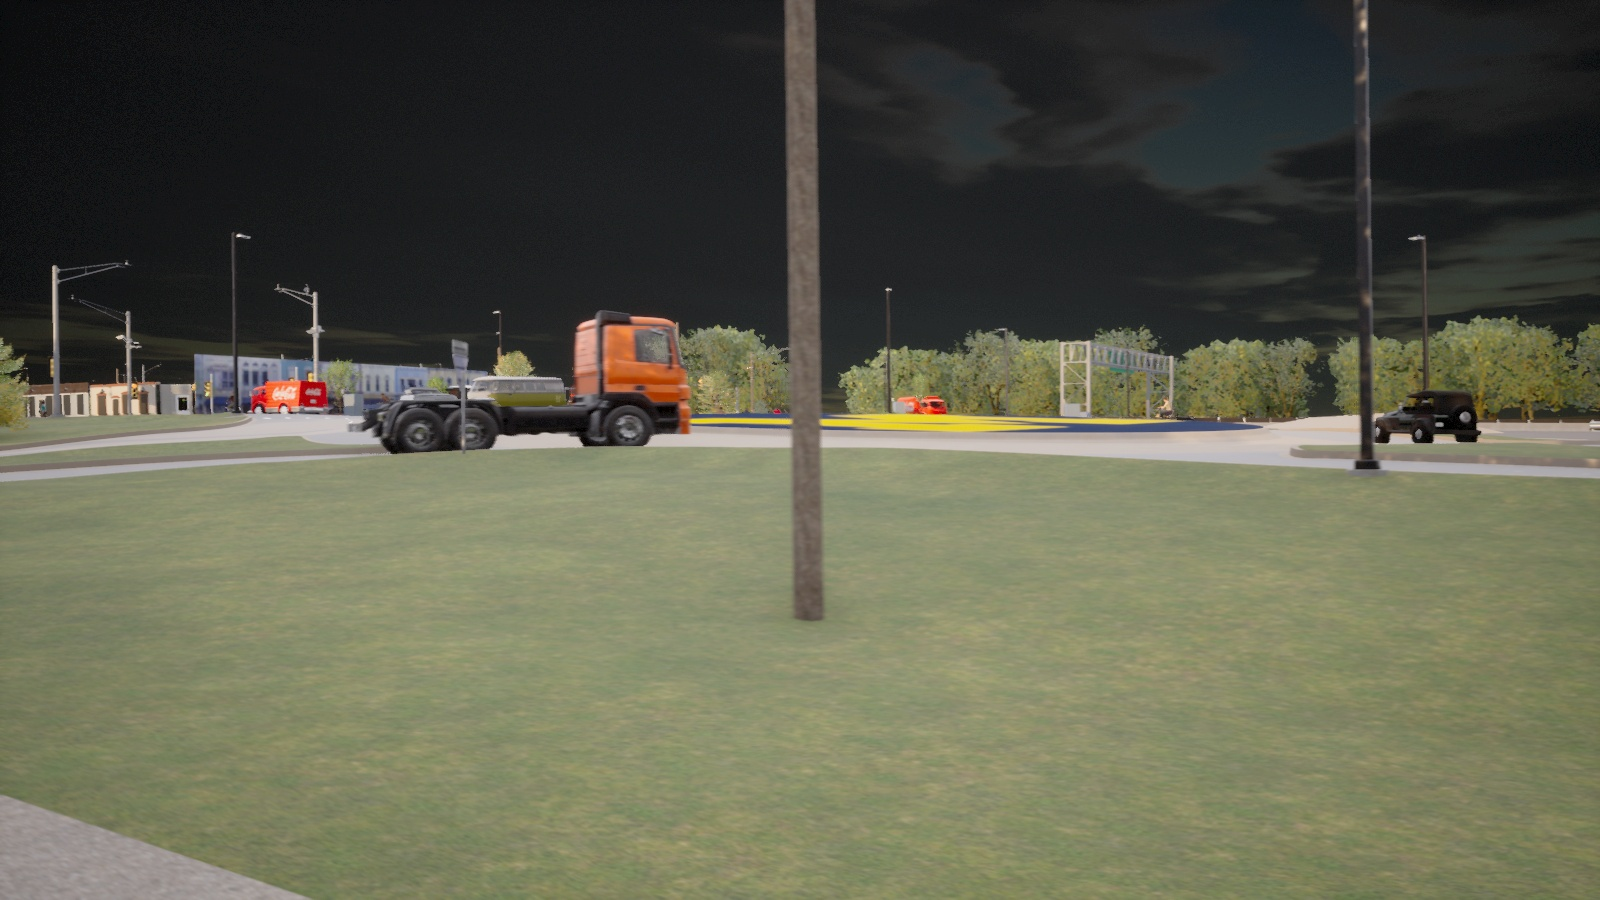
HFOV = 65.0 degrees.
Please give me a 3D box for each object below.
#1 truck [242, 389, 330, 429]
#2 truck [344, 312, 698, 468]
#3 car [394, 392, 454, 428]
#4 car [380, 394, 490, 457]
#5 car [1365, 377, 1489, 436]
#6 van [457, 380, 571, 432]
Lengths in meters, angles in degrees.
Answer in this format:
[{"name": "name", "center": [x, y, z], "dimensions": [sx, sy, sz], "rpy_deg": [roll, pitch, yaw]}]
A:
[{"name": "truck", "center": [-33.967, -2.681, 83.012], "dimensions": [5.204, 2.467, 2.627], "rpy_deg": [-1, 0, 28]}, {"name": "truck", "center": [-6.816, -1.510, 31.012], "dimensions": [7.936, 3.462, 2.891], "rpy_deg": [-3, 1, -26]}, {"name": "car", "center": [-18.334, -1.945, 61.070], "dimensions": [2.242, 1.667, 4.611], "rpy_deg": [0, 2, -24]}, {"name": "car", "center": [-11.084, -0.748, 37.933], "dimensions": [2.097, 1.767, 4.553], "rpy_deg": [-2, 2, -30]}, {"name": "car", "center": [21.175, -1.441, 42.590], "dimensions": [1.905, 1.878, 3.866], "rpy_deg": [0, 1, -8]}, {"name": "van", "center": [-11.795, -1.835, 52.063], "dimensions": [1.775, 1.987, 4.442], "rpy_deg": [-1, 3, 37]}]
